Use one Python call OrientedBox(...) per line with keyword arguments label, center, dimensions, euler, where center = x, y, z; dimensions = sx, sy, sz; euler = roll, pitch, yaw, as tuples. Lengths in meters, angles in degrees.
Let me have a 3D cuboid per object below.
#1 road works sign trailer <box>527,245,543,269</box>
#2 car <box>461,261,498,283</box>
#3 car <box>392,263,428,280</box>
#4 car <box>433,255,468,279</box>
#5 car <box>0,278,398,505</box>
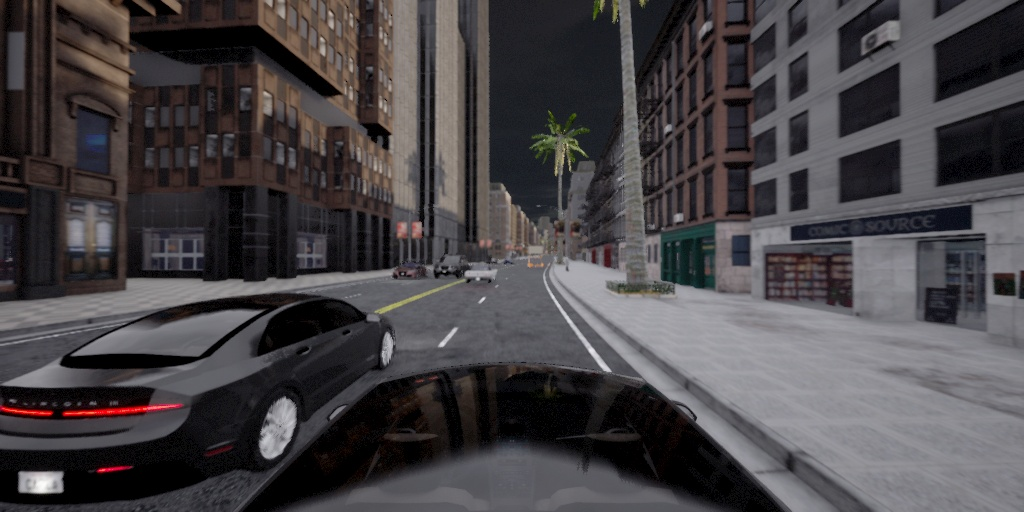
OrientedBox(label="road works sign trailer", center=(3.552, 0.106, 53.998), dimensions=(2.380, 3.560, 2.880), euler=(0, 0, 7))
OrientedBox(label="car", center=(-2.241, 1.307, 27.220), dimensions=(1.895, 1.301, 4.718), euler=(0, 0, 4))
OrientedBox(label="car", center=(-8.678, 1.257, 30.918), dimensions=(1.994, 1.385, 4.181), euler=(0, 0, 4))
OrientedBox(label="car", center=(-5.332, 0.914, 32.195), dimensions=(2.150, 2.045, 5.566), euler=(0, 0, 5))
OrientedBox(label="car", center=(-3.099, 1.246, 4.800), dimensions=(1.837, 1.490, 4.892), euler=(0, 0, 1))
